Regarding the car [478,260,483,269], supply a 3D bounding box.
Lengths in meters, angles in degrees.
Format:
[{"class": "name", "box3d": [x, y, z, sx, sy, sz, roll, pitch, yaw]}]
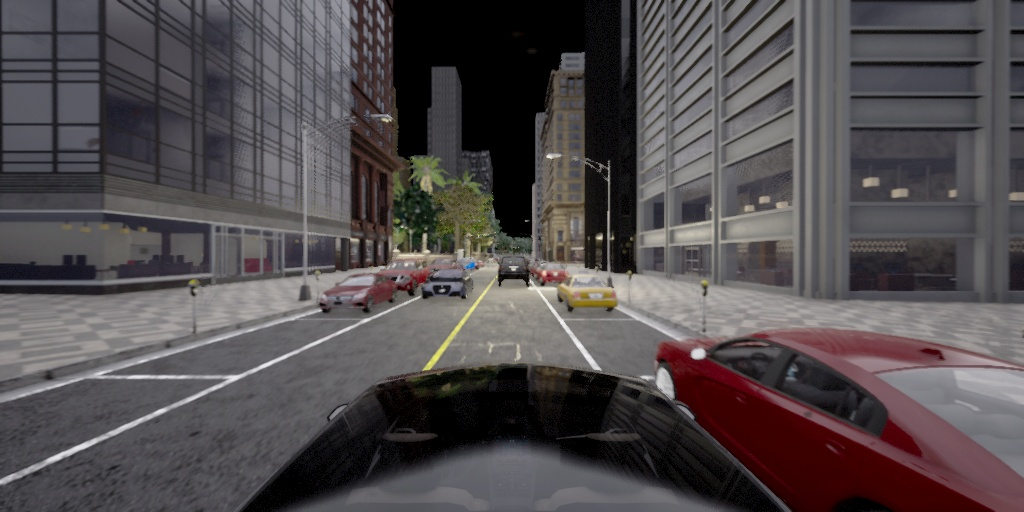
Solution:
[{"class": "car", "box3d": [-5.739, 1.198, 51.949, 1.967, 1.591, 4.097, 0, 0, 0]}]

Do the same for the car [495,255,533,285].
[{"class": "car", "box3d": [0.112, 0.971, 25.957, 2.150, 2.045, 5.566, 0, 0, 0]}]

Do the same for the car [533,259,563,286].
[{"class": "car", "box3d": [2.774, 1.189, 24.804, 1.967, 1.591, 4.097, 0, 0, 0]}]

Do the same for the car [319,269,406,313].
[{"class": "car", "box3d": [-5.756, 1.330, 13.967, 1.802, 1.307, 4.207, 0, 0, 0]}]

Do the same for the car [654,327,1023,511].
[{"class": "car", "box3d": [2.764, 1.295, 3.104, 1.888, 1.381, 4.507, 0, 0, 0]}]

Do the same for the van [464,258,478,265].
[{"class": "van", "box3d": [-5.742, 1.097, 46.522, 1.690, 1.789, 3.998, 0, 0, 0]}]

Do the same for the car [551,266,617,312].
[{"class": "car", "box3d": [2.769, 1.273, 14.124, 1.751, 1.417, 4.829, 0, 0, 0]}]

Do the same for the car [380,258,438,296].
[{"class": "car", "box3d": [-5.754, 1.063, 19.392, 2.192, 1.841, 5.009, 0, 0, 0]}]

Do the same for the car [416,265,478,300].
[{"class": "car", "box3d": [-3.014, 1.313, 17.549, 1.994, 1.385, 4.181, 0, 0, 1]}]

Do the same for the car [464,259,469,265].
[{"class": "car", "box3d": [-5.746, 1.297, 35.670, 1.888, 1.381, 4.507, 0, 0, 0]}]

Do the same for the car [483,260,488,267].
[{"class": "car", "box3d": [-5.735, 1.342, 62.801, 1.802, 1.307, 4.207, 0, 0, 0]}]

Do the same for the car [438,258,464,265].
[{"class": "car", "box3d": [-5.749, 1.065, 30.244, 2.192, 1.841, 5.009, 0, 0, 0]}]
